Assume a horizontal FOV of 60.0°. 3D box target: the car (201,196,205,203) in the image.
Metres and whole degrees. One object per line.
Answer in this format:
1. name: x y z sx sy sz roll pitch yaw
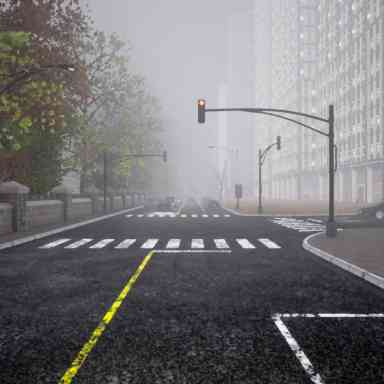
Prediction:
1. car: 2.652 1.592 47.195 1.947 1.339 4.313 0 0 0

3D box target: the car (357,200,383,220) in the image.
1. car: 14.933 1.239 24.786 4.892 1.490 1.837 -1 0 0

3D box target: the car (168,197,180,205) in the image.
1. car: -3.121 1.564 59.056 1.812 1.442 4.674 0 0 0

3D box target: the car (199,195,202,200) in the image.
1. car: 3.055 1.406 69.845 2.097 1.767 4.553 0 0 0

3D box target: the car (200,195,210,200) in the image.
1. car: 2.647 1.597 52.828 1.947 1.339 4.313 0 0 0

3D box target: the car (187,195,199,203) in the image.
1. car: -0.059 1.578 69.263 1.812 1.442 4.674 0 0 0

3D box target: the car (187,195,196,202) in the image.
1. car: -0.066 1.482 78.847 2.033 1.411 5.357 0 0 0

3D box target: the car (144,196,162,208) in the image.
1. car: -5.729 1.608 47.188 1.802 1.307 4.206 0 0 0

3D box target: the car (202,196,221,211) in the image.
1. car: 2.656 1.587 41.563 1.947 1.339 4.313 0 0 0

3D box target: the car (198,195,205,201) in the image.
1. car: 2.614 1.642 92.254 2.008 1.369 4.403 0 0 0

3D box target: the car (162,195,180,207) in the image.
1. car: -3.135 1.379 48.781 2.097 1.767 4.553 0 0 0

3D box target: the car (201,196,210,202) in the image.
1. car: 3.085 1.590 76.875 1.812 1.442 4.674 0 0 0

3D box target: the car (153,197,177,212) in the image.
1. car: -3.131 1.583 39.228 1.994 1.385 4.181 0 0 0

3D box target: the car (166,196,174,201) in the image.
1. car: -5.762 1.626 86.615 1.887 1.381 4.507 0 0 0

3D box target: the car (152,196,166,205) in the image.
1. car: -5.737 1.478 58.454 1.967 1.590 4.097 0 0 0
